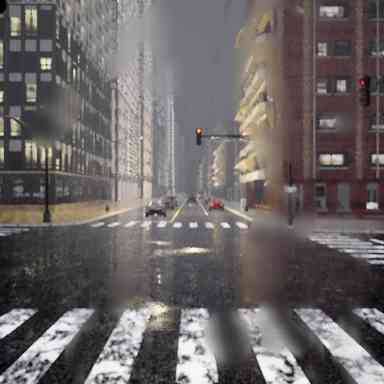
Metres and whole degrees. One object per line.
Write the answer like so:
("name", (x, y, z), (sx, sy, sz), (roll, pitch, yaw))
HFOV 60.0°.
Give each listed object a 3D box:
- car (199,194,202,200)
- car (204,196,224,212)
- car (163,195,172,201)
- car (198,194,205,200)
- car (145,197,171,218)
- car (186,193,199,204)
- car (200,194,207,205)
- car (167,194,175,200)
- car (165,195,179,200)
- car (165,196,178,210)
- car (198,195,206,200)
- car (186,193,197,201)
("car", (2.626, 1.425, 56.323), (2.008, 1.369, 4.403), (0, 0, 0))
("car", (2.697, 1.493, 37.758), (1.802, 1.307, 4.206), (0, 0, 0))
("car", (-5.782, 1.385, 78.907), (2.008, 1.369, 4.403), (0, 0, 0))
("car", (2.585, 1.257, 90.215), (1.967, 1.590, 4.097), (0, 0, 0))
("car", (-3.154, 1.475, 30.018), (2.033, 1.411, 5.357), (0, 0, -4))
("car", (-0.070, 1.392, 60.353), (1.812, 1.442, 4.674), (0, 0, 0))
("car", (2.632, 1.436, 50.675), (2.008, 1.369, 4.403), (0, 0, 0))
("car", (-5.795, 1.362, 90.205), (1.887, 1.381, 4.507), (0, 0, 0))
("car", (-3.113, 1.390, 50.453), (1.837, 1.490, 4.892), (0, 0, 0))
("car", (-3.130, 1.470, 40.038), (1.994, 1.385, 4.181), (0, 0, 1))
("car", (2.592, 1.407, 84.566), (1.802, 1.307, 4.206), (0, 0, 0))
("car", (-0.081, 1.036, 70.325), (2.097, 1.767, 4.553), (0, 0, 0))
